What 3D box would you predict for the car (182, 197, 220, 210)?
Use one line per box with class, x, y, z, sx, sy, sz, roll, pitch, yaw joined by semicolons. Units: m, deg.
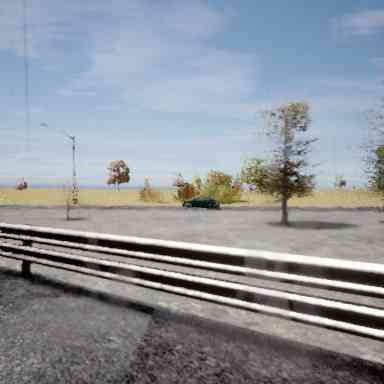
car;1.015;1.193;36.877;4.181;1.385;1.994;0;0;12
